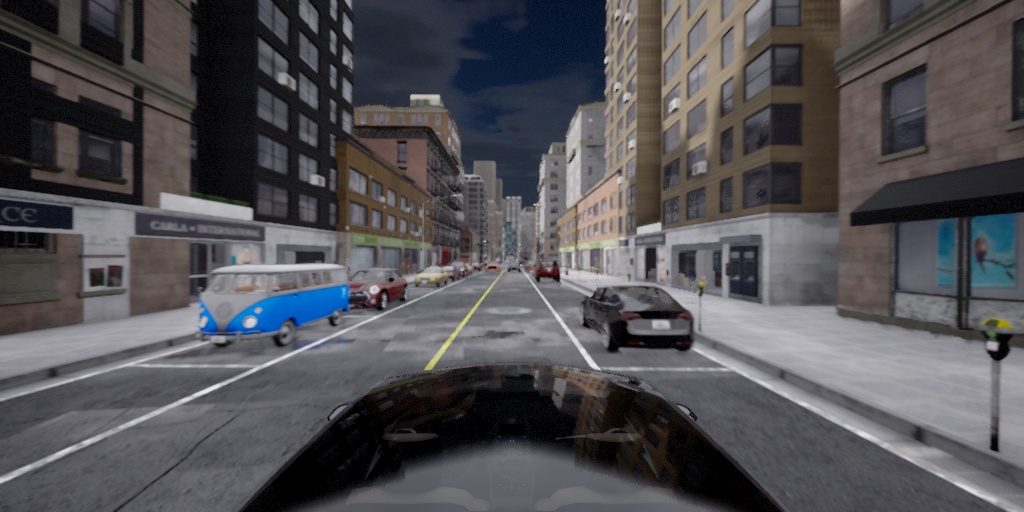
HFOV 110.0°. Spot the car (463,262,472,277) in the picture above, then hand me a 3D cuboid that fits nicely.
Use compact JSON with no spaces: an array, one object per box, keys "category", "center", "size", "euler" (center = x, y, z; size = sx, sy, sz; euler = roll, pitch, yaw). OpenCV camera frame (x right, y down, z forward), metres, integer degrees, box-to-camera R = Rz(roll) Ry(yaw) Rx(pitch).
[{"category":"car","center":[-5.522,1.339,36.487],"size":[1.967,1.591,4.097],"euler":[0,0,0]}]

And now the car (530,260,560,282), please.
[{"category":"car","center":[2.978,1.227,30.951],"size":[2.192,1.841,5.009],"euler":[0,0,0]}]

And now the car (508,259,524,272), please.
[{"category":"car","center":[0.331,1.593,53.838],"size":[2.033,1.411,5.357],"euler":[0,0,0]}]

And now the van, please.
[{"category":"van","center":[-5.651,1.092,9.005],"size":[1.690,1.789,3.998],"euler":[0,0,0]}]

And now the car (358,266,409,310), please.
[{"category":"car","center":[-5.625,1.217,14.501],"size":[1.967,1.591,4.097],"euler":[0,0,0]}]

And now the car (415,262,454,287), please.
[{"category":"car","center":[-5.575,1.360,25.324],"size":[1.751,1.417,4.829],"euler":[0,0,0]}]

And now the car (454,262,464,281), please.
[{"category":"car","center":[-5.548,1.448,30.991],"size":[1.802,1.307,4.207],"euler":[0,0,0]}]

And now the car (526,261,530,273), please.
[{"category":"car","center":[3.029,1.531,41.943],"size":[2.007,1.370,4.403],"euler":[0,0,0]}]

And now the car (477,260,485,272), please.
[{"category":"car","center":[-5.445,1.554,52.976],"size":[1.888,1.381,4.507],"euler":[0,0,0]}]

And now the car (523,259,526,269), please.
[{"category":"car","center":[3.106,1.534,58.433],"size":[1.967,1.591,4.097],"euler":[0,0,0]}]

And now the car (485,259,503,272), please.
[{"category":"car","center":[-2.770,1.380,53.237],"size":[2.097,1.767,4.553],"euler":[0,0,0]}]

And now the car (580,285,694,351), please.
[{"category":"car","center":[2.874,1.364,8.965],"size":[1.948,1.339,4.313],"euler":[0,0,0]}]

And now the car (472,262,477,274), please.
[{"category":"car","center":[-5.497,1.459,41.813],"size":[1.751,1.417,4.829],"euler":[0,0,0]}]

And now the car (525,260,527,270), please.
[{"category":"car","center":[3.054,1.562,47.440],"size":[1.888,1.381,4.507],"euler":[0,0,0]}]
